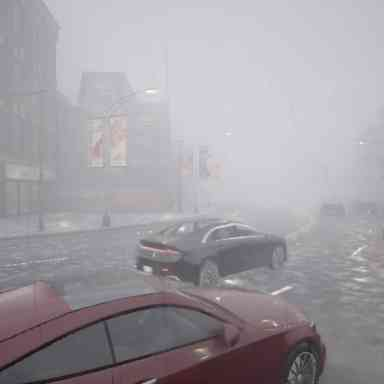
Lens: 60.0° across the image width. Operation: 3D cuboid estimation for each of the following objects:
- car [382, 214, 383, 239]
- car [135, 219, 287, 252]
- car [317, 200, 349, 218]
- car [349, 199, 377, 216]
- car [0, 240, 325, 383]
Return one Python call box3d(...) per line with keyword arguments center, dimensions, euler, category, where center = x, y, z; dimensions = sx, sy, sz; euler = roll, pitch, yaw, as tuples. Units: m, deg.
box3d(center=(10.440, 1.450, 16.300), dimensions=(1.801, 1.575, 5.366), euler=(0, 0, 31), category="car")
box3d(center=(0.751, 1.485, 9.030), dimensions=(4.902, 1.511, 2.128), euler=(0, 0, -44), category="car")
box3d(center=(12.338, 1.462, 29.670), dimensions=(1.882, 1.535, 5.008), euler=(0, 0, 17), category="car")
box3d(center=(16.647, 1.490, 32.810), dimensions=(1.837, 1.490, 4.892), euler=(1, 0, 12), category="car")
box3d(center=(-0.653, 1.523, 3.175), dimensions=(4.674, 1.442, 1.812), euler=(0, 0, -37), category="car")
